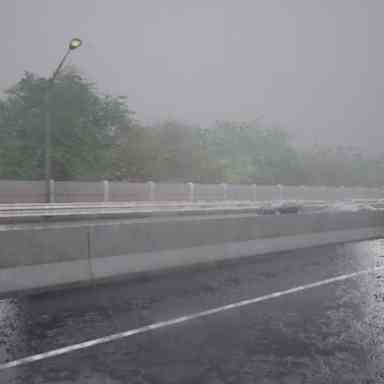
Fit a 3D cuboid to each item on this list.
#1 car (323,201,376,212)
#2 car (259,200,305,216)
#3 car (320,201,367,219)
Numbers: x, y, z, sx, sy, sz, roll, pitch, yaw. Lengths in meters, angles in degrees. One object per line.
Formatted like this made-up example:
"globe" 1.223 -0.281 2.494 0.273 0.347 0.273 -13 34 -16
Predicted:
"car" 12.368 1.597 25.358 4.674 1.442 1.812 0 0 -34
"car" 8.441 1.542 31.154 5.008 1.535 1.882 0 0 -34
"car" 14.008 1.613 30.698 4.674 1.442 1.812 0 0 -34
